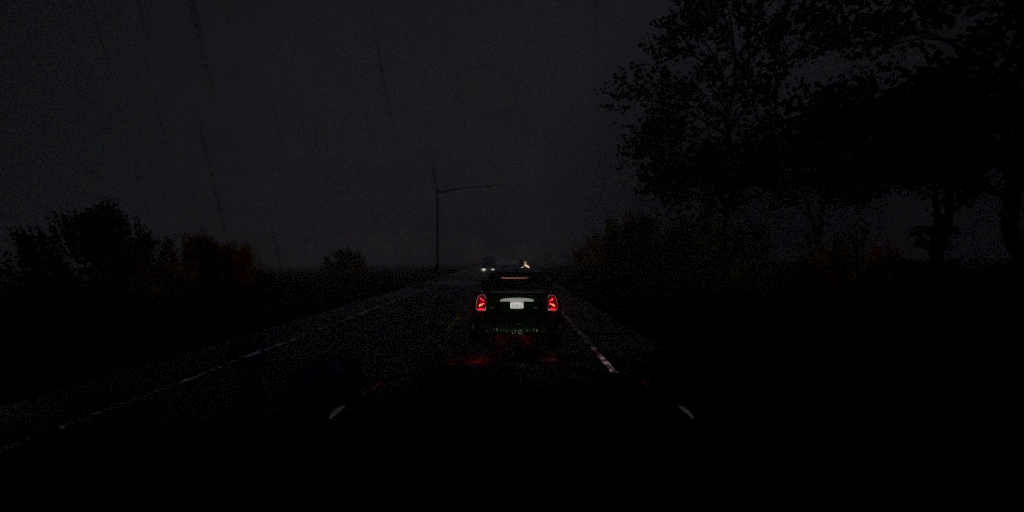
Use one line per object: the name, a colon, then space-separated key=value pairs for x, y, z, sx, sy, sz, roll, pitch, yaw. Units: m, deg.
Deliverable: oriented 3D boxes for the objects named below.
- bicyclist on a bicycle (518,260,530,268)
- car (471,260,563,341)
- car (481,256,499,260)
bicyclist on a bicycle: x=0.960 y=1.177 z=25.791 sx=0.866 sy=1.612 sz=1.509 roll=0 pitch=0 yaw=1
car: x=0.108 y=1.099 z=9.968 sx=2.097 sy=1.767 sz=4.553 roll=0 pitch=0 yaw=0
car: x=-3.782 y=0.952 z=59.161 sx=2.150 sy=2.045 sz=5.566 roll=0 pitch=0 yaw=0
